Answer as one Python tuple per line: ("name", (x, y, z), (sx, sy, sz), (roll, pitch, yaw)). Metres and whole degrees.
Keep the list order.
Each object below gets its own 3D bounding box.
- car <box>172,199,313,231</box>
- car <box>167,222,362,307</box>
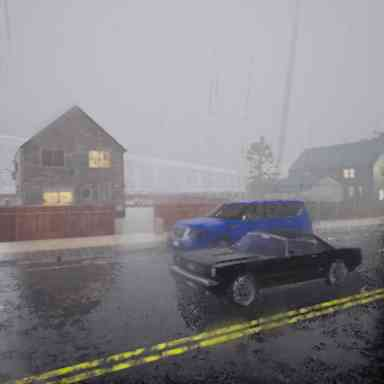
("car", (1.891, 1.274, 11.867), (5.566, 2.045, 2.150), (0, 0, -30))
("car", (1.900, 1.636, 8.112), (4.718, 1.301, 1.895), (0, 0, -30))
